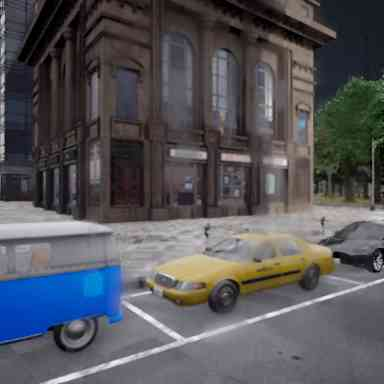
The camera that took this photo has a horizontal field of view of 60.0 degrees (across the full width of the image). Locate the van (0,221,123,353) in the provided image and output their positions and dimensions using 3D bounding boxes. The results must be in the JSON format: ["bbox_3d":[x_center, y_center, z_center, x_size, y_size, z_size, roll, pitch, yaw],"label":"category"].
[{"bbox_3d":[-2.953,1.341,4.546,3.998,1.788,1.690,0,0,-35],"label":"van"}]

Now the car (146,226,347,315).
[{"bbox_3d":[1.336,1.548,7.603,4.829,1.417,1.752,0,0,-35],"label":"car"}]

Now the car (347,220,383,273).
[{"bbox_3d":[5.902,1.613,10.858,4.313,1.339,1.947,0,0,-35],"label":"car"}]
